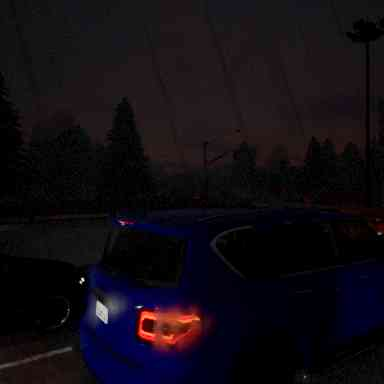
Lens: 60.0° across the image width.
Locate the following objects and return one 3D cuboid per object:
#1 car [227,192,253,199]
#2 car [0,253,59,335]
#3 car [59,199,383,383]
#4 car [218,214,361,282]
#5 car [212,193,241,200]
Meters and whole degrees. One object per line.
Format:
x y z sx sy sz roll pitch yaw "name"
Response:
6.744 0.974 50.070 2.150 2.045 5.566 -1 0 -35 "car"
-3.782 1.564 5.339 4.181 1.385 1.994 0 0 -36 "car"
1.342 1.205 4.685 5.566 2.045 2.150 -1 0 -35 "car"
3.063 1.513 10.201 4.181 1.385 1.994 -1 0 -34 "car"
4.342 1.306 47.412 1.812 1.442 4.674 -1 0 -35 "car"
